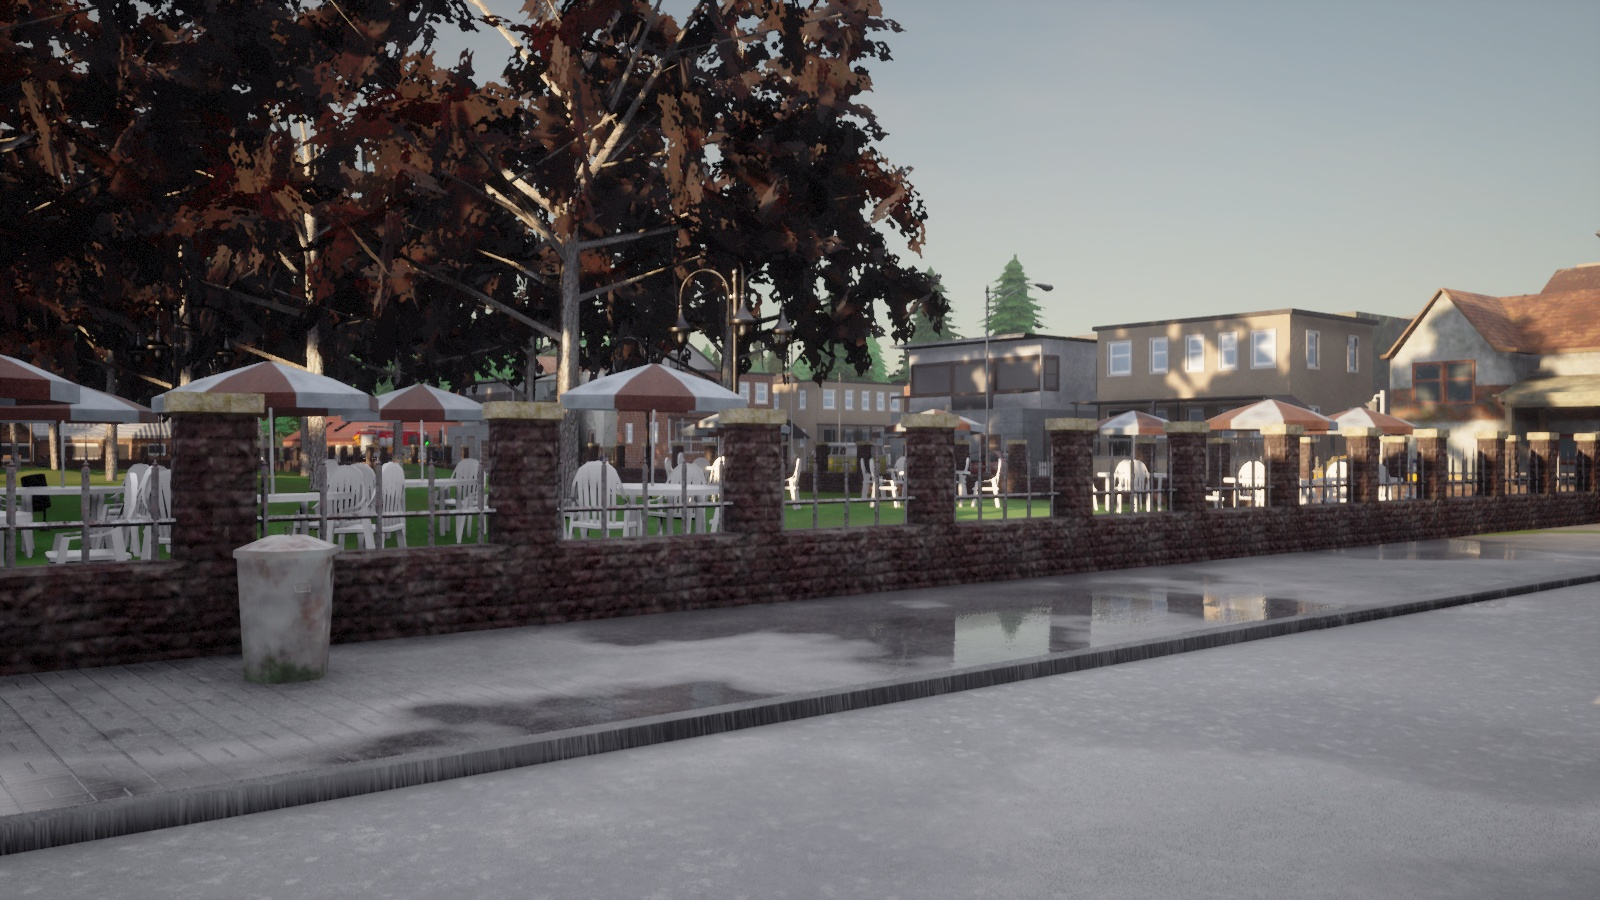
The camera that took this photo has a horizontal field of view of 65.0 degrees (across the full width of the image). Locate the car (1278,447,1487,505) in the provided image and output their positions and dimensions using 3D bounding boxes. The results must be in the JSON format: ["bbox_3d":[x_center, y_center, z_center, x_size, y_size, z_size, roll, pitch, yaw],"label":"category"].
[{"bbox_3d":[17.135,0.724,37.203,1.801,1.575,5.366,0,0,-39],"label":"car"}]

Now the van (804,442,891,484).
[{"bbox_3d":[2.275,0.621,61.519,1.775,1.987,4.442,0,0,-39],"label":"van"}]

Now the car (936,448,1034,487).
[{"bbox_3d":[7.996,0.740,54.583,1.851,1.617,3.988,0,0,-40],"label":"car"}]
